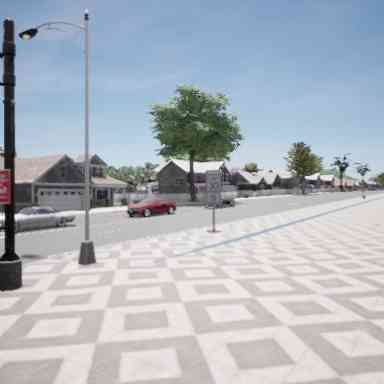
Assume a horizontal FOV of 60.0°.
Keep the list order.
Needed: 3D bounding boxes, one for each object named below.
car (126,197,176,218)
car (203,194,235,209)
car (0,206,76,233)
[{"bbox_3d":[-3.360,1.226,28.168,1.882,1.535,5.008,0,1,35],"label":"car"},{"bbox_3d":[3.081,1.030,37.310,2.128,1.511,4.902,0,1,35],"label":"car"},{"bbox_3d":[-9.396,1.547,19.575,1.895,1.301,4.718,0,1,35],"label":"car"}]
